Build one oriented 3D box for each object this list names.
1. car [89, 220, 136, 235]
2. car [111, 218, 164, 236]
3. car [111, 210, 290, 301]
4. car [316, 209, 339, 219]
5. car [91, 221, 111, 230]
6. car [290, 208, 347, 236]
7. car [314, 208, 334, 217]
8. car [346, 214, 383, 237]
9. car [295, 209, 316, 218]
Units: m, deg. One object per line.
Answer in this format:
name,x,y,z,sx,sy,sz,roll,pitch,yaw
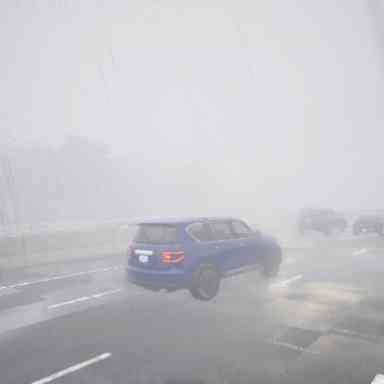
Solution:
car,-8.649,3.855,36.554,1.895,1.301,4.718,-5,-4,42
car,-5.557,3.597,34.769,2.033,1.411,5.357,-5,-4,42
car,0.626,1.751,10.058,2.150,2.045,5.566,-5,-4,42
car,22.397,3.605,55.040,1.837,1.490,4.892,-5,-4,43
car,-5.092,3.005,24.862,2.128,1.511,4.902,-5,-4,42
car,10.133,2.236,25.817,2.150,2.045,5.566,-5,-4,42
car,25.117,3.930,63.112,1.812,1.442,4.674,-5,-4,43
car,12.969,2.308,23.718,1.837,1.490,4.892,-5,-4,42
car,22.259,4.139,65.162,2.128,1.511,4.902,-5,-4,42
